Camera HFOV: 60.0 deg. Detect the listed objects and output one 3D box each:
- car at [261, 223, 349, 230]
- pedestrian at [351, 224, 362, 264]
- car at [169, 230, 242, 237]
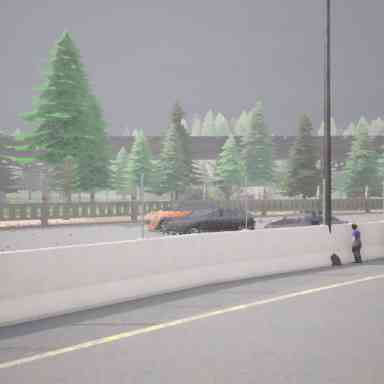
[{"bbox_3d":[5.061,1.564,14.758,4.181,1.385,1.994,0,0,-27],"label":"car"},{"bbox_3d":[5.166,1.574,10.417,0.375,1.300,0.375,0,0,-29],"label":"pedestrian"},{"bbox_3d":[0.863,1.505,16.495,4.892,1.490,1.837,0,0,-29],"label":"car"}]
